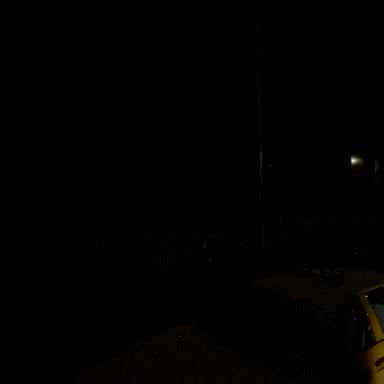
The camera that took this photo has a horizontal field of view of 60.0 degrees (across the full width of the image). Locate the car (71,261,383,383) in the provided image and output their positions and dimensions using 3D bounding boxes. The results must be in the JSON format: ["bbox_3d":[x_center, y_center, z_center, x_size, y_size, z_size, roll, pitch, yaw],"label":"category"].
[{"bbox_3d":[1.145,1.476,3.442,4.829,1.417,1.752,-1,1,-35],"label":"car"}]
